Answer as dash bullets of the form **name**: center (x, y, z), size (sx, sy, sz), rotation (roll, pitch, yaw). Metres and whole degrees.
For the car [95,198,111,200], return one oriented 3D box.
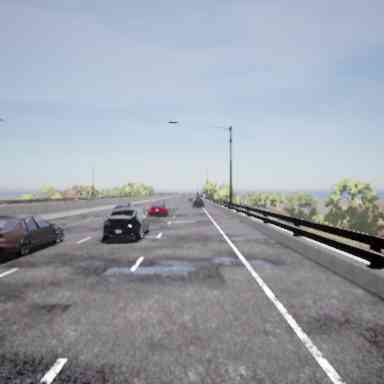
- **car**: center (-17.507, 1.890, 68.092), size (2.033, 1.411, 5.357), rotation (0, 0, 0)

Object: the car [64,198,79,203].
- **car**: center (-24.507, 1.875, 68.091), size (1.812, 1.442, 4.674), rotation (0, 0, 0)

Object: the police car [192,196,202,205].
- **police car**: center (1.043, 1.802, 71.091), size (1.930, 1.638, 5.238), rotation (0, 0, 0)

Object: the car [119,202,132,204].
- **car**: center (-6.904, 1.750, 34.652), size (1.994, 1.385, 4.181), rotation (0, 0, 0)

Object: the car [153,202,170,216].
- **car**: center (-3.404, 1.749, 34.489), size (1.994, 1.385, 4.181), rotation (0, 0, 0)

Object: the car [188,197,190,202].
- **car**: center (-0.008, 1.888, 88.446), size (1.994, 1.385, 4.181), rotation (0, 0, 0)

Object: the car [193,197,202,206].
- **car**: center (1.043, 1.802, 65.171), size (1.801, 1.575, 5.366), rotation (0, 0, 0)

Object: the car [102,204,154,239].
- **car**: center (-3.403, 1.601, 17.811), size (1.837, 1.490, 4.892), rotation (0, 0, 0)

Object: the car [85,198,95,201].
- **car**: center (-21.008, 1.889, 69.901), size (1.994, 1.385, 4.181), rotation (0, 0, 0)

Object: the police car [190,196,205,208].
- **police car**: center (1.044, 1.719, 55.092), size (1.930, 1.638, 5.238), rotation (0, 0, 0)

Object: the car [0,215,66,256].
- **car**: center (-6.900, 1.620, 13.318), size (2.033, 1.411, 5.357), rotation (0, 0, 0)
